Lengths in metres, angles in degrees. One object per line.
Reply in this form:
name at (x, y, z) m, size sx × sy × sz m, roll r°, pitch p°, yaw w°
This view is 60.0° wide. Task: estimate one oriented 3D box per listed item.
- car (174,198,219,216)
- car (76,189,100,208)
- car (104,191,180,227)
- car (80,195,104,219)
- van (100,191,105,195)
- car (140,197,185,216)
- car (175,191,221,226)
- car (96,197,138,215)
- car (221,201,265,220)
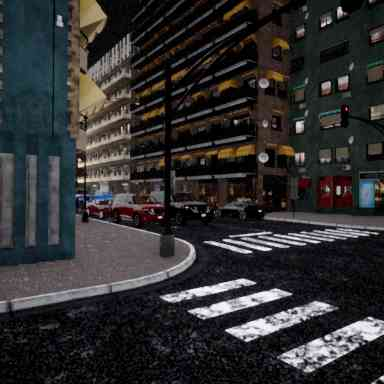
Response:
car at (0.337, 1.288, 29.691) m, size 1.802 × 1.307 × 4.206 m, roll 2°, pitch 0°, yaw -36°
car at (-12.913, 0.669, 38.171) m, size 2.150 × 2.045 × 5.566 m, roll 1°, pitch 0°, yaw -35°
car at (-3.214, 1.033, 20.302) m, size 2.192 × 1.841 × 5.009 m, roll 2°, pitch 0°, yaw -36°
car at (-6.480, 1.182, 24.819) m, size 1.887 × 1.381 × 4.507 m, roll 2°, pitch 0°, yaw -36°
van at (-12.697, 0.725, 47.760) m, size 1.690 × 1.788 × 3.998 m, roll 2°, pitch 0°, yaw -36°
car at (-2.715, 1.187, 29.458) m, size 1.812 × 1.442 × 4.674 m, roll 1°, pitch 1°, yaw -36°
car at (-0.941, 0.966, 21.551) m, size 2.150 × 2.045 × 5.566 m, roll 1°, pitch 0°, yaw -36°
car at (-6.762, 1.201, 29.616) m, size 1.895 × 1.301 × 4.718 m, roll 1°, pitch 0°, yaw -36°
car at (3.597, 1.353, 25.174) m, size 1.947 × 1.339 × 4.313 m, roll 2°, pitch 0°, yaw -36°
